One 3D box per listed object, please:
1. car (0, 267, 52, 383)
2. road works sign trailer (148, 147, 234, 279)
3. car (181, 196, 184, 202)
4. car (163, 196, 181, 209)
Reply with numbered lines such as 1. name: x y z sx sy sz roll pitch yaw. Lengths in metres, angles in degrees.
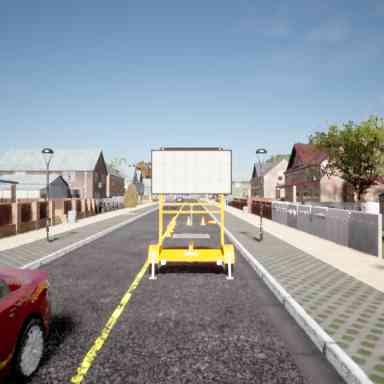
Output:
1. car: -2.856 1.479 2.575 1.882 1.535 5.008 0 0 0
2. road works sign trailer: -0.015 0.471 10.023 2.380 3.560 2.880 0 0 0
3. car: -2.975 1.769 81.710 2.128 1.511 4.902 0 -1 0
4. car: -2.976 1.640 46.065 2.033 1.411 5.357 0 0 0
